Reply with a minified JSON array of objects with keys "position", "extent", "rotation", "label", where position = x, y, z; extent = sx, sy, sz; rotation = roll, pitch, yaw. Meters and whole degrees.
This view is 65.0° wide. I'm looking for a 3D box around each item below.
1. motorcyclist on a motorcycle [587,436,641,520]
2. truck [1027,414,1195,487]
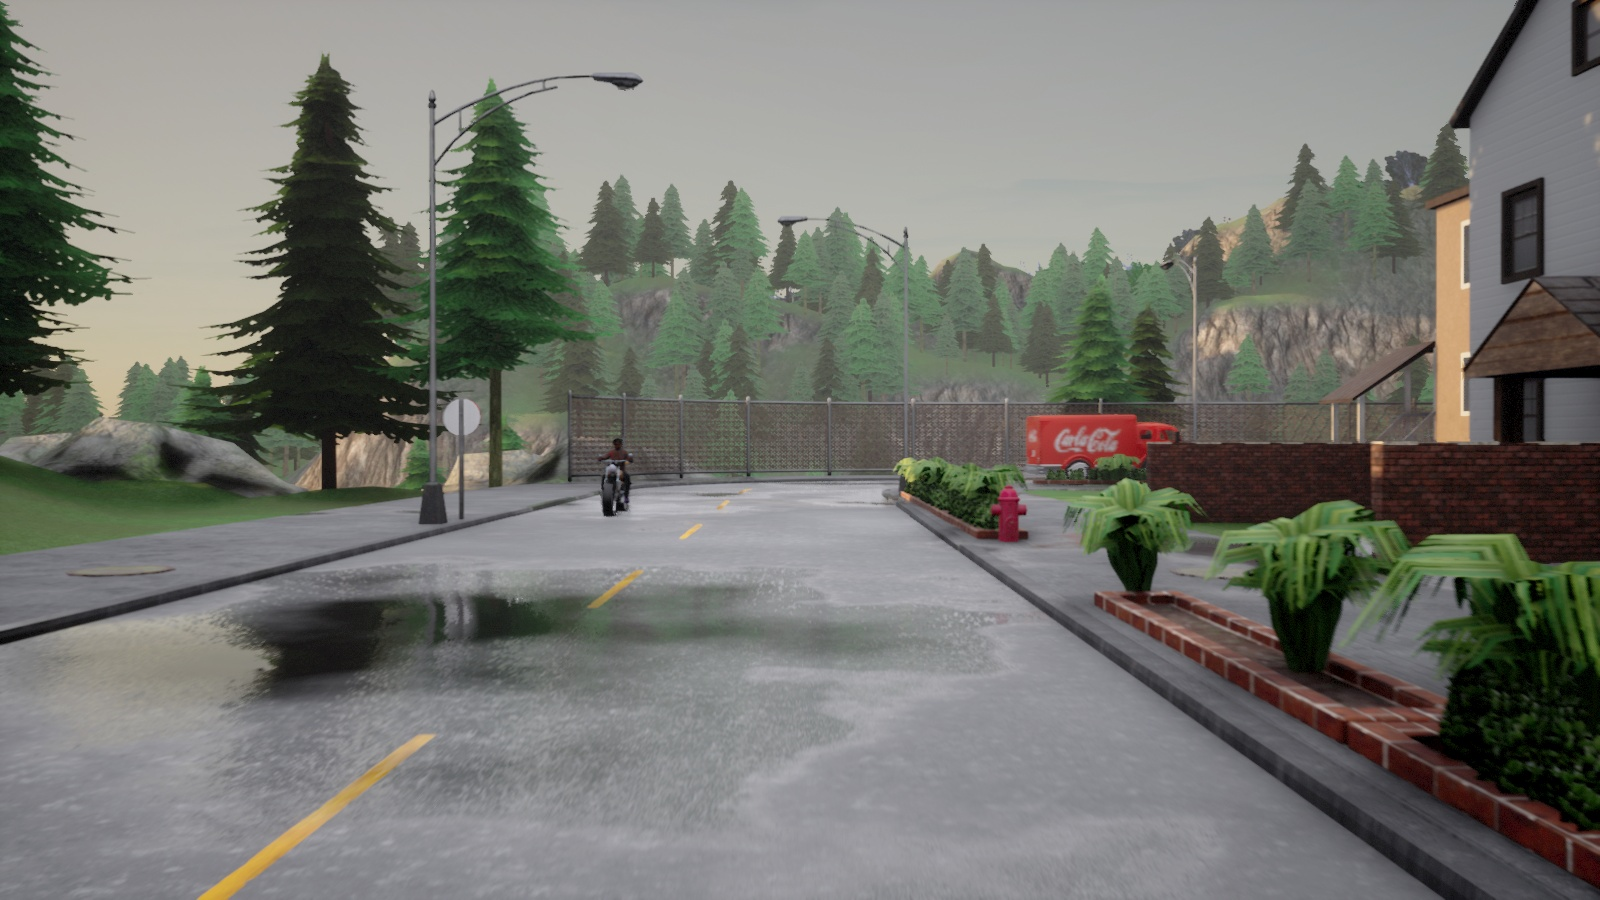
[{"position":[-3.839,0.547,26.054],"extent":[0.766,1.649,2.350],"rotation":[0,0,0],"label":"motorcyclist on a motorcycle"},{"position":[10.768,0.021,43.831],"extent":[5.204,2.467,2.627],"rotation":[0,0,-1],"label":"truck"}]
